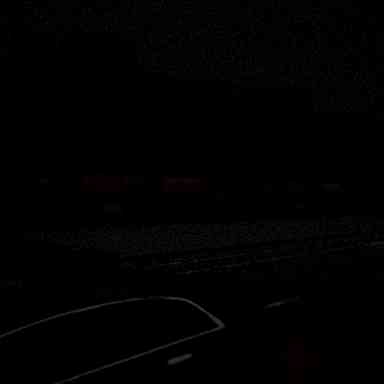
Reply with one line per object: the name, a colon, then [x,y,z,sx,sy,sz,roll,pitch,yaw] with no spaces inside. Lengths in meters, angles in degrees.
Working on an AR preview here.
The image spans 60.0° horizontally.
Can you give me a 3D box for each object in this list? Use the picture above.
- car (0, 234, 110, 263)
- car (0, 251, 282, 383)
car: [-3.595,1.477,5.113,5.008,1.535,1.882,1,0,-36]
car: [-1.343,1.507,2.725,4.892,1.490,1.837,1,0,-36]
